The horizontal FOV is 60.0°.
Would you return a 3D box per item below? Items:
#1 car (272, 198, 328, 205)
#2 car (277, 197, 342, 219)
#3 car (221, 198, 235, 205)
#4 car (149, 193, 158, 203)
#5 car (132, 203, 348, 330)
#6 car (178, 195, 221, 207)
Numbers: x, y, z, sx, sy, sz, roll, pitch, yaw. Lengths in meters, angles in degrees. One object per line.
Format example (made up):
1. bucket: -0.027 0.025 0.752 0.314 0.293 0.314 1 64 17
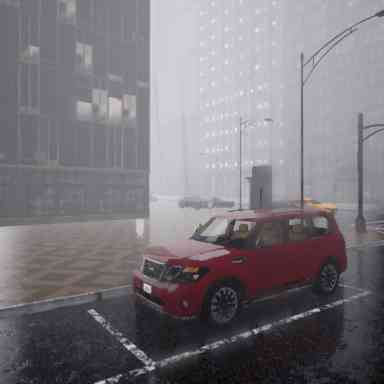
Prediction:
1. car: 7.661 1.341 26.101 2.033 1.411 5.357 0 1 -37
2. car: 9.947 1.271 28.477 1.882 1.535 5.008 0 1 -37
3. car: 2.727 1.244 38.220 1.895 1.301 4.718 0 1 -37
4. car: -7.067 0.932 51.519 2.128 1.511 4.902 0 0 -36
5. car: 1.290 1.315 7.095 5.009 1.841 2.192 0 0 -35
6. car: 0.397 1.131 35.908 2.128 1.511 4.902 0 1 -37
